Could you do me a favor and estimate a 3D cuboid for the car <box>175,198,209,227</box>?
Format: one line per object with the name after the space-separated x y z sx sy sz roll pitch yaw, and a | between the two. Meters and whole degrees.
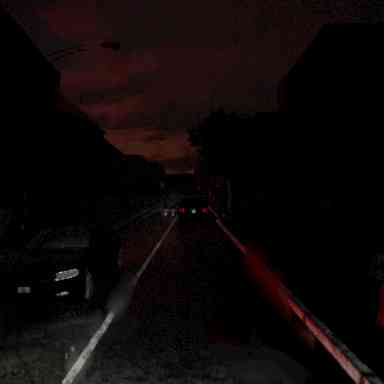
0.116 1.438 24.622 2.150 2.045 5.566 0 -1 0 | car

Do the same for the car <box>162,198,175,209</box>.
-3.318 1.715 49.975 2.128 1.511 4.902 0 0 0 | car

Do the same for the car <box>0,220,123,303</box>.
-3.115 1.562 8.655 1.882 1.535 5.008 0 -1 0 | car

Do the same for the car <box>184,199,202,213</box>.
0.108 1.741 41.949 2.128 1.511 4.902 0 0 0 | car
